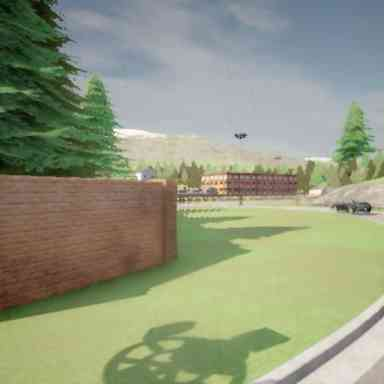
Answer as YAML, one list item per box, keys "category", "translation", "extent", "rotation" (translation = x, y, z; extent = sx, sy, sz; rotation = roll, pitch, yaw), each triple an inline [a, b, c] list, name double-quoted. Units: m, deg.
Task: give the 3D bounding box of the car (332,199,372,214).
- category: "car"
  translation: [16.447, 1.471, 34.569]
  extent: [2.128, 1.511, 4.902]
  rotation: [0, 0, -8]
